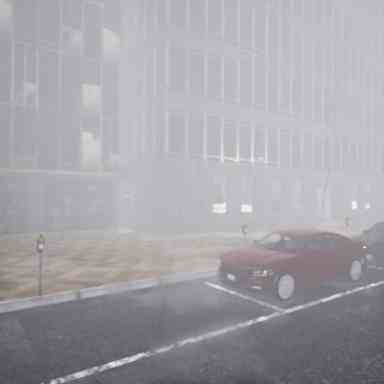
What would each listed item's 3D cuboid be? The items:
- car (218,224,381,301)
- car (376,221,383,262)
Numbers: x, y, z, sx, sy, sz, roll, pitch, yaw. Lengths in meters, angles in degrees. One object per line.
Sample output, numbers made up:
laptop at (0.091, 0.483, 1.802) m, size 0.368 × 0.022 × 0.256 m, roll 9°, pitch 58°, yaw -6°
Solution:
car at (2.679, 1.617, 8.474) m, size 4.507 × 1.381 × 1.887 m, roll 1°, pitch 0°, yaw -36°
car at (7.310, 1.695, 11.783) m, size 4.313 × 1.339 × 1.947 m, roll 1°, pitch 0°, yaw -36°
